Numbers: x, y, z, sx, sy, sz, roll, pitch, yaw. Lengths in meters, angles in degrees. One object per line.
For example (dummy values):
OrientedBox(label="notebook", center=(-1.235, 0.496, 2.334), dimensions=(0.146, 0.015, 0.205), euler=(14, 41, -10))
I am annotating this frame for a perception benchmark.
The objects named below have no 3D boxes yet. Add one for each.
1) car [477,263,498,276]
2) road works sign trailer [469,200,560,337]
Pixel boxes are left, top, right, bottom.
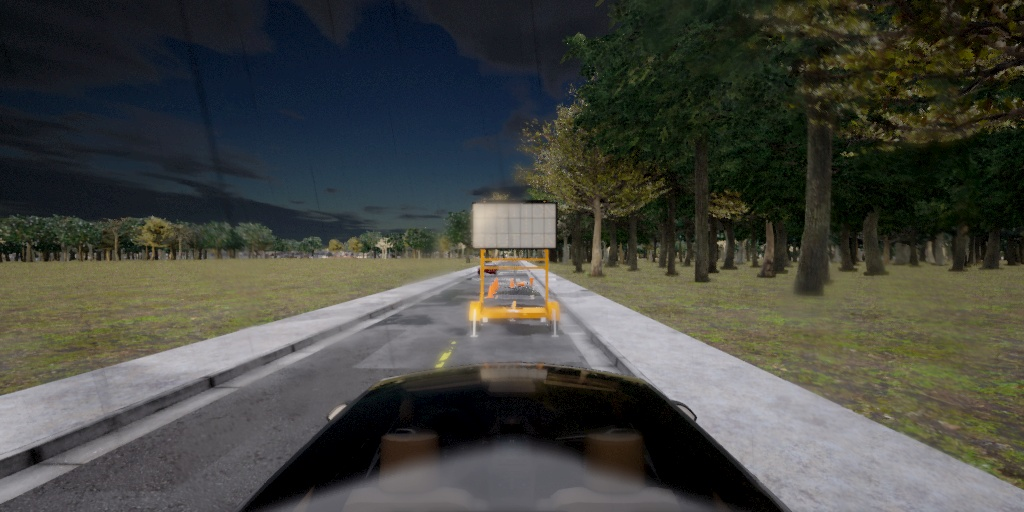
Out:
OrientedBox(label="car", center=(-2.473, 1.350, 36.534), dimensions=(1.895, 1.301, 4.718), euler=(0, 0, 0))
OrientedBox(label="road works sign trailer", center=(0.074, 0.214, 10.245), dimensions=(2.380, 3.560, 2.880), euler=(0, 0, 0))
